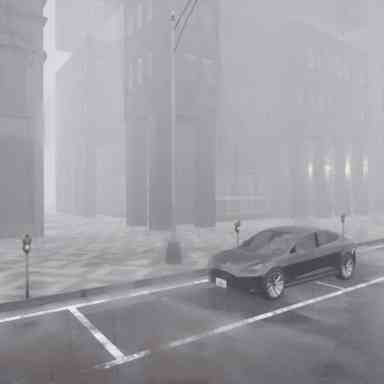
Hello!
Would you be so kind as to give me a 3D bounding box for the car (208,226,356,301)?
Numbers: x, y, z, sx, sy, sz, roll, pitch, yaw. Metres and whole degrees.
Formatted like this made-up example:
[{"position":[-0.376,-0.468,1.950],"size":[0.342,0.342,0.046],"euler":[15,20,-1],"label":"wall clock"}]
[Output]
[{"position":[2.397,1.565,8.345],"size":[4.313,1.339,1.947],"euler":[0,0,-35],"label":"car"}]
